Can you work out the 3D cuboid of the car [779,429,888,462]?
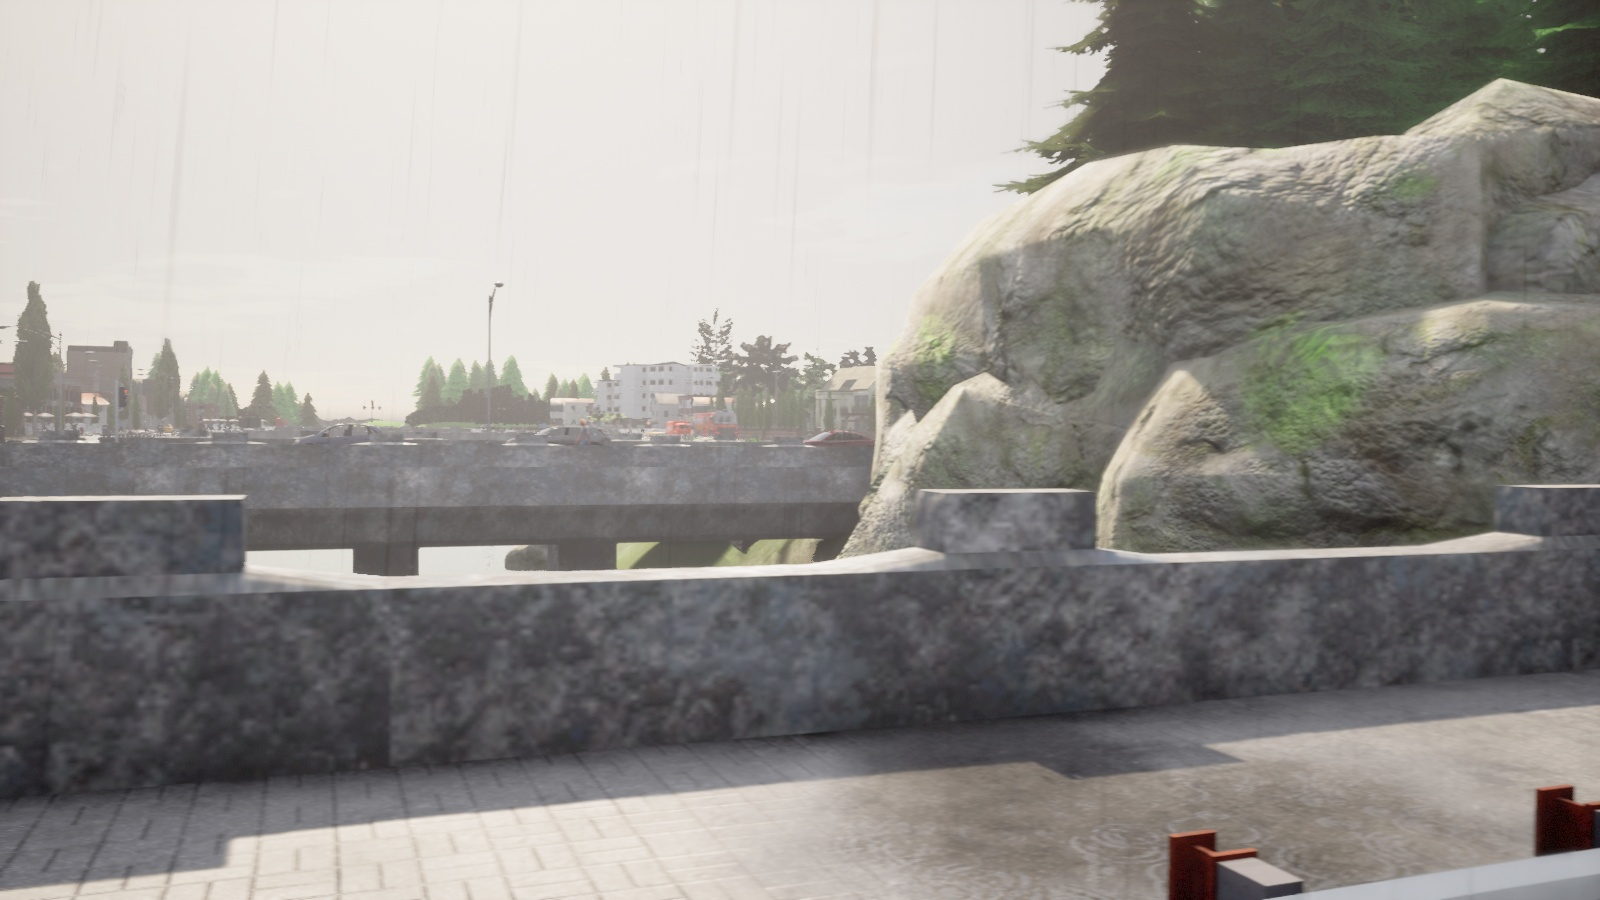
[{"bbox_3d":[1.632,-0.244,61.595,5.008,1.535,1.882,-1,1,-21],"label":"car"}]

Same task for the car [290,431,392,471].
[{"bbox_3d":[-19.567,0.036,53.578,3.988,1.617,1.851,-1,1,-21],"label":"car"}]

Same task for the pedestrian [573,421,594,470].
[{"bbox_3d":[-8.260,-0.183,47.926,0.706,1.836,0.354,-1,1,-23],"label":"pedestrian"}]

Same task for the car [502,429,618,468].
[{"bbox_3d":[-10.880,-0.080,56.865,4.856,1.649,2.033,-1,1,-21],"label":"car"}]
